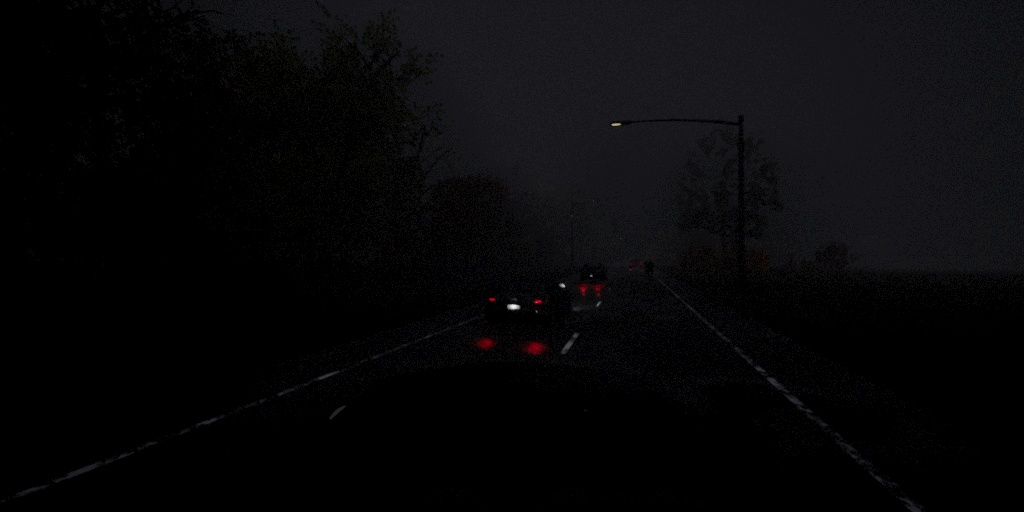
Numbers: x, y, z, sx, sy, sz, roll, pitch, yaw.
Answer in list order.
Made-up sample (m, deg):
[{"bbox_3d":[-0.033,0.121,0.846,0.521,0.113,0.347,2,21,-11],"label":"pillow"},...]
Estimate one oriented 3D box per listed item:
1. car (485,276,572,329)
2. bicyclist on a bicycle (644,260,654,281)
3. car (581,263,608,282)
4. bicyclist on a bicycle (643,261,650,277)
[{"bbox_3d":[0.691,1.346,11.526,1.994,1.385,4.181,0,0,19],"label":"car"},{"bbox_3d":[11.263,1.194,29.179,0.659,1.776,1.843,0,0,19],"label":"bicyclist on a bicycle"},{"bbox_3d":[6.902,1.326,29.916,2.128,1.511,4.902,0,0,19],"label":"car"},{"bbox_3d":[14.080,1.300,37.518,0.582,1.620,1.656,0,-1,19],"label":"bicyclist on a bicycle"}]
